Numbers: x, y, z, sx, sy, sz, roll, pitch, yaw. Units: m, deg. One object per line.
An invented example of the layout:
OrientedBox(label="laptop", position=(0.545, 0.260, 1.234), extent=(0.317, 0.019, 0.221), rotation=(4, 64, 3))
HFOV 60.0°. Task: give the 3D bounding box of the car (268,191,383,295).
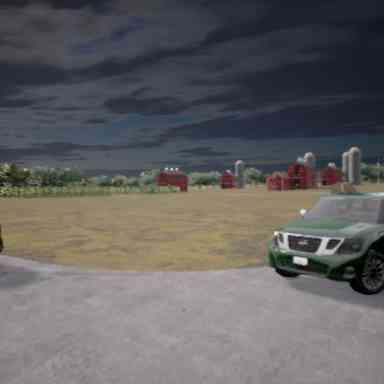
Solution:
OrientedBox(label="car", position=(4.305, 1.016, 8.593), extent=(5.566, 2.045, 2.150), rotation=(-1, 1, -40))

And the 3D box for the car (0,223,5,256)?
OrientedBox(label="car", position=(-8.171, 1.254, 10.288), extent=(5.566, 2.045, 2.150), rotation=(0, 2, 31))
